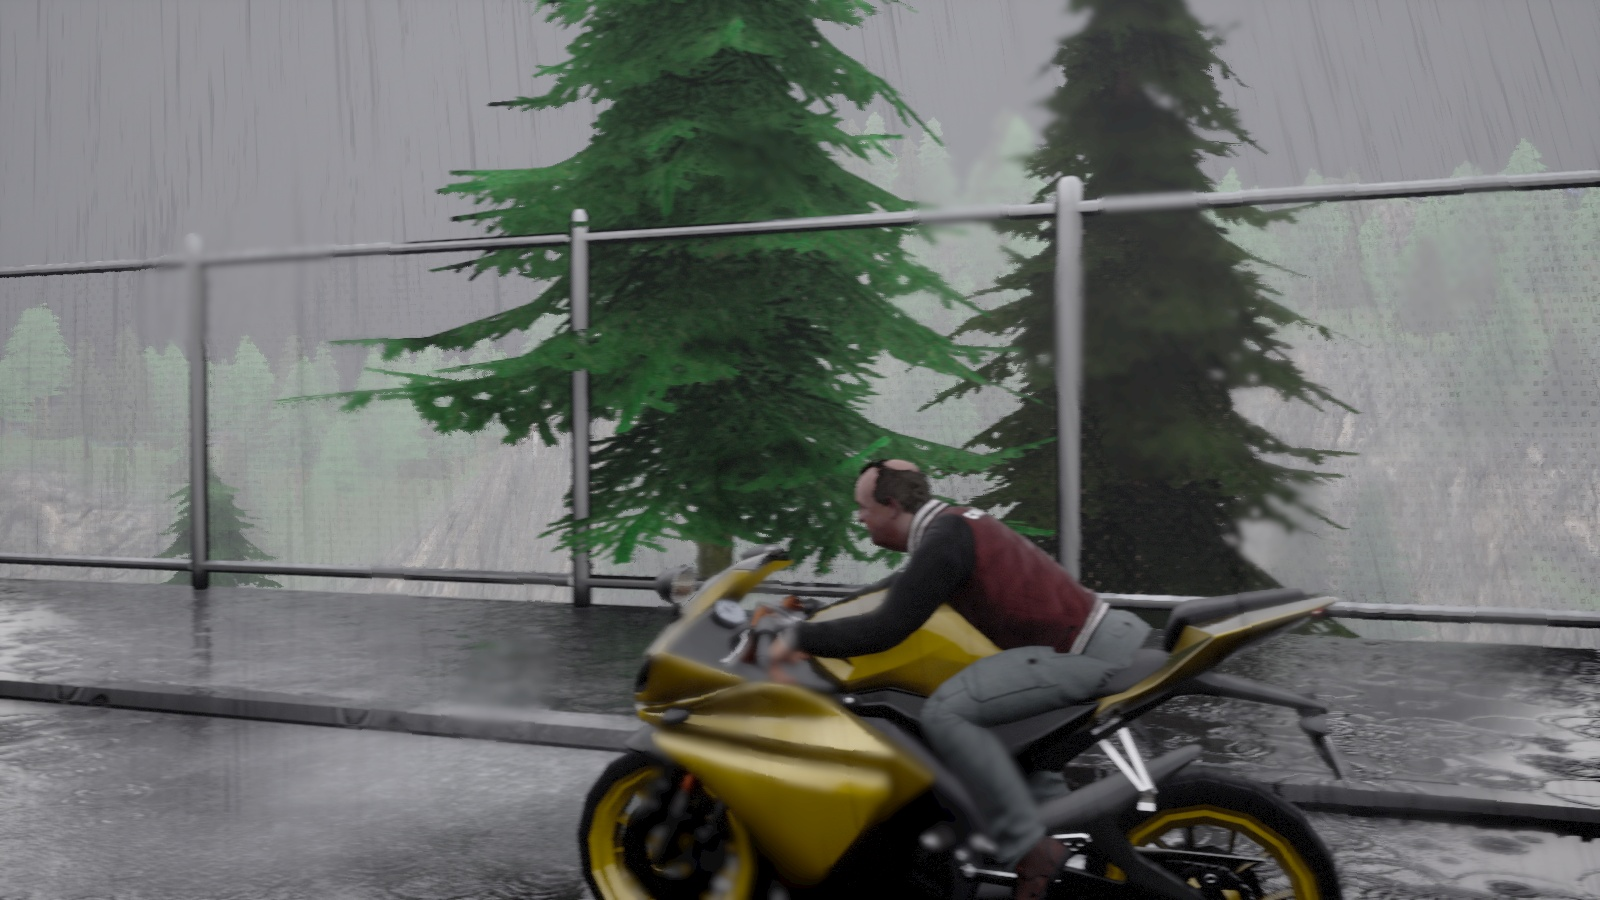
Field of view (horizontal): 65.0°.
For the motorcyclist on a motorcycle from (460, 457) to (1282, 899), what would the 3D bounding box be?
[{"bbox_3d":[0.204,0.804,3.652,2.191,1.530,0.866,1,1,19],"label":"motorcyclist on a motorcycle"}]
